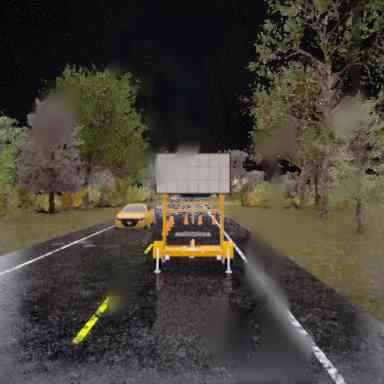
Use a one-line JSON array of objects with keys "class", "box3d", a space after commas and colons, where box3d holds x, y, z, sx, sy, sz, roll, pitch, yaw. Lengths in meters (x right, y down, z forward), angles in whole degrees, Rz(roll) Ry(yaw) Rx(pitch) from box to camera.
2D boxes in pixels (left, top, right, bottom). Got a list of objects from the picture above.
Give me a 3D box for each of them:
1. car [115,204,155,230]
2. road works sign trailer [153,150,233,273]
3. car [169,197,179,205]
[{"class": "car", "box3d": [-3.537, 1.493, 21.316, 1.882, 1.535, 5.008, 0, 0, 0]}, {"class": "road works sign trailer", "box3d": [0.037, 0.469, 10.689, 2.380, 3.560, 2.880, 0, 0, 0]}, {"class": "car", "box3d": [-3.362, 1.632, 63.048, 1.812, 1.442, 4.674, 0, 0, 1]}]
